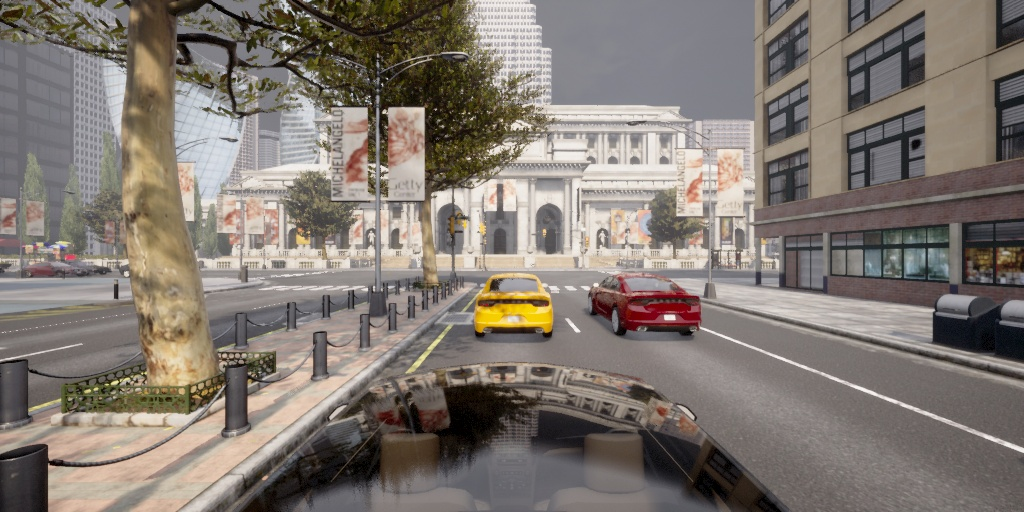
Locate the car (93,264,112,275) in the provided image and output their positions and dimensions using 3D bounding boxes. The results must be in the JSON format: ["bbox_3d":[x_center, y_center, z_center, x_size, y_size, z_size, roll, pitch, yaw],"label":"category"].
[{"bbox_3d":[-45.304,1.297,37.460,5.357,1.411,2.033,0,0,0],"label":"car"}]

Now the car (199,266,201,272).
[{"bbox_3d":[-35.480,1.228,37.499,5.008,1.535,1.882,0,0,0],"label":"car"}]

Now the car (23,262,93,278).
[{"bbox_3d":[-43.381,1.276,33.967,4.674,1.442,1.812,0,0,-1],"label":"car"}]

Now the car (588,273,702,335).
[{"bbox_3d":[3.557,1.228,10.517,1.882,1.535,5.008,0,0,0],"label":"car"}]

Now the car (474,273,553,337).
[{"bbox_3d":[0.055,1.228,10.338,1.882,1.535,5.008,0,0,0],"label":"car"}]

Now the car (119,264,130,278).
[{"bbox_3d":[-34.182,1.255,34.000,4.892,1.490,1.837,0,0,0],"label":"car"}]
